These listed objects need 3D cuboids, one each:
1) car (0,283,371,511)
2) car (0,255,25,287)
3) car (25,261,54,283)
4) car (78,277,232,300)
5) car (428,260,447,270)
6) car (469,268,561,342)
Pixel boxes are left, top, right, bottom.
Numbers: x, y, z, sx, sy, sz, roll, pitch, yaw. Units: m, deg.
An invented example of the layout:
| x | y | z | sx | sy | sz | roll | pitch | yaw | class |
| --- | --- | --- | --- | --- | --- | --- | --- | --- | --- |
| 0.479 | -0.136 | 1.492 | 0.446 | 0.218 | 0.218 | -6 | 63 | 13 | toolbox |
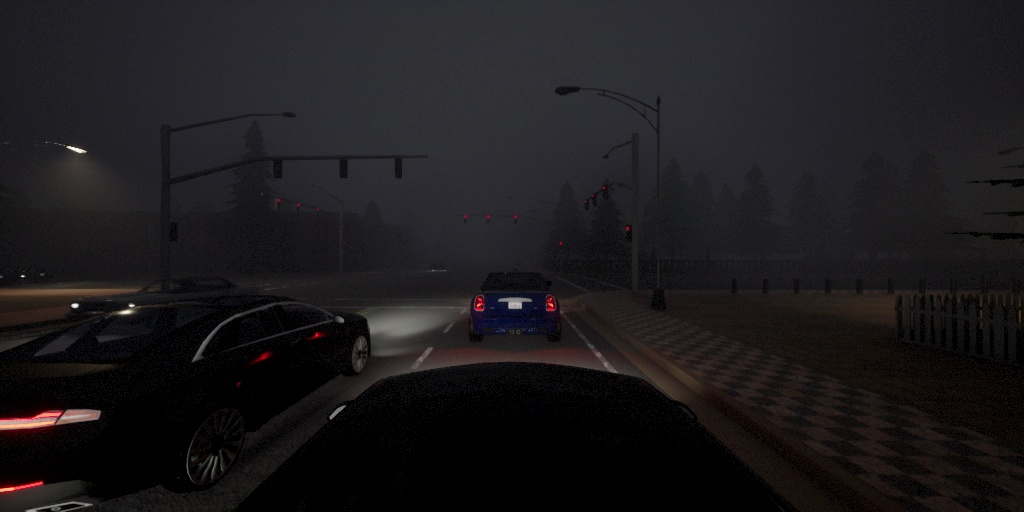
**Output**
| x | y | z | sx | sy | sz | roll | pitch | yaw | class |
| --- | --- | --- | --- | --- | --- | --- | --- | --- | --- |
| -3.444 | 1.241 | 4.520 | 2.128 | 1.511 | 4.902 | 0 | 0 | 0 | car |
| -34.780 | 0.968 | 22.164 | 5.566 | 2.045 | 2.150 | 0 | 0 | -6 | car |
| -36.571 | 0.968 | 25.463 | 5.566 | 2.045 | 2.150 | 0 | 0 | -8 | car |
| -10.506 | 1.351 | 11.352 | 1.895 | 1.301 | 4.718 | 0 | 0 | 0 | car |
| -10.523 | 1.268 | 50.798 | 1.994 | 1.385 | 4.181 | 0 | 0 | 0 | car |
| 0.076 | 1.101 | 9.947 | 2.097 | 1.767 | 4.553 | 0 | 0 | 0 | car |
